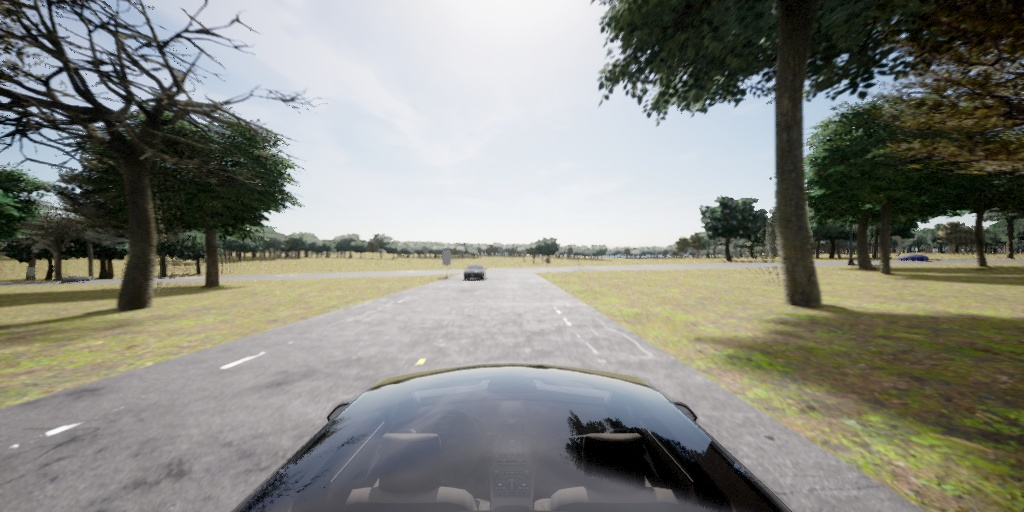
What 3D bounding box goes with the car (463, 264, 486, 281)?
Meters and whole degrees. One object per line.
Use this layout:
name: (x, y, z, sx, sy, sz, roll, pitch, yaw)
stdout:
car: (-3.592, 1.552, 35.070, 1.882, 1.535, 5.008, 0, -1, 0)
